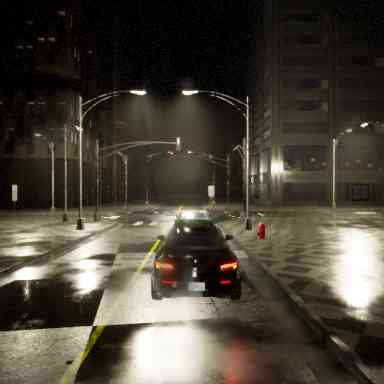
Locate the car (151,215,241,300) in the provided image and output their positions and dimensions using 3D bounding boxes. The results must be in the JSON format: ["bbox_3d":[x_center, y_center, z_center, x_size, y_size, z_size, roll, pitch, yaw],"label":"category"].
[{"bbox_3d":[0.083,1.523,8.236,1.812,1.442,4.674,0,0,0],"label":"car"}]

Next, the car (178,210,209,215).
[{"bbox_3d":[0.071,1.593,17.260,1.895,1.301,4.718,0,0,0],"label":"car"}]
